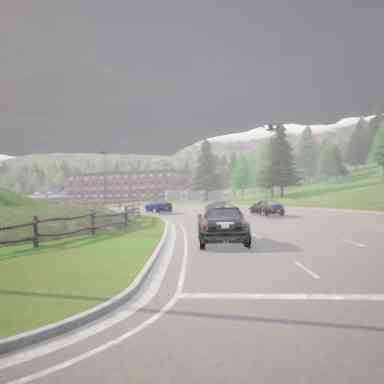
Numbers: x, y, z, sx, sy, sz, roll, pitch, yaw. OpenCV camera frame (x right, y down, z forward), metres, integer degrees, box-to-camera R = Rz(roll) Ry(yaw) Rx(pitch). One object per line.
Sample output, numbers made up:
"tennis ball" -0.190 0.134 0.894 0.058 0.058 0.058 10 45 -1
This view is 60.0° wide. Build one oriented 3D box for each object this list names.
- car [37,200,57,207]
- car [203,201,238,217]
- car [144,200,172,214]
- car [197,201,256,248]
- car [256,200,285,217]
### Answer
"car" -31.814 2.463 73.298 4.674 1.442 1.812 -1 0 17
"car" 2.649 1.587 32.080 1.994 1.385 4.181 -1 0 -16
"car" -4.003 1.674 38.877 1.882 1.535 5.008 -1 0 -28
"car" 1.318 1.364 14.970 2.097 1.767 4.553 -1 0 1
"car" 6.785 1.446 30.257 1.812 1.442 4.674 -1 0 -12
